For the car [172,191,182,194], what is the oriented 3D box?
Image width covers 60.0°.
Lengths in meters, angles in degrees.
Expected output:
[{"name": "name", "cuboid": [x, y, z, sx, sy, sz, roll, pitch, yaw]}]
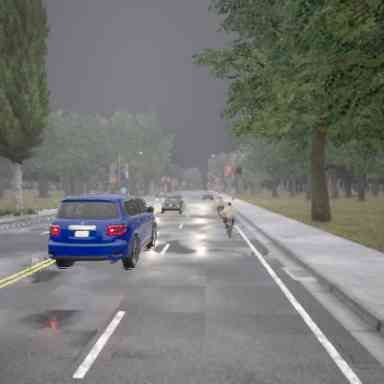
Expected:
[{"name": "car", "cuboid": [-3.248, 0.504, 70.212, 2.097, 1.767, 4.553, 0, 1, 3]}]

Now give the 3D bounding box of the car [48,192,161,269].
[{"name": "car", "cuboid": [-2.572, 1.086, 10.831, 2.150, 2.045, 5.566, 0, 1, 3]}]

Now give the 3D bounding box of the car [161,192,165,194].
[{"name": "car", "cuboid": [-6.515, 0.673, 69.914, 1.812, 1.442, 4.674, 0, 1, 3]}]

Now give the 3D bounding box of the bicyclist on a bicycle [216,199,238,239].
[{"name": "bicyclist on a bicycle", "cuboid": [1.689, 1.253, 15.121, 0.866, 1.612, 1.509, 0, 1, 2]}]

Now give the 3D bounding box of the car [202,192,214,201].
[{"name": "car", "cuboid": [2.853, 0.792, 59.007, 1.837, 1.490, 4.892, 0, 1, 3]}]

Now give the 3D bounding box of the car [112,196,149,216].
[{"name": "car", "cuboid": [-5.209, 1.134, 28.895, 2.128, 1.511, 4.902, 0, 1, 3]}]

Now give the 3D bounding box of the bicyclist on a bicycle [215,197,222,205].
[{"name": "bicyclist on a bicycle", "cuboid": [2.114, 1.139, 24.557, 0.866, 1.612, 1.509, 0, 1, 2]}]

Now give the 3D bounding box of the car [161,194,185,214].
[{"name": "car", "cuboid": [-1.683, 1.173, 30.558, 2.033, 1.411, 5.357, 0, 1, 3]}]

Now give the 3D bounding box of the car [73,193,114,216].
[{"name": "car", "cuboid": [-8.456, 0.991, 29.030, 2.097, 1.767, 4.553, 0, 1, 3]}]

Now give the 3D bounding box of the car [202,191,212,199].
[{"name": "car", "cuboid": [3.431, 0.634, 74.037, 2.128, 1.511, 4.902, 0, 1, 3]}]
